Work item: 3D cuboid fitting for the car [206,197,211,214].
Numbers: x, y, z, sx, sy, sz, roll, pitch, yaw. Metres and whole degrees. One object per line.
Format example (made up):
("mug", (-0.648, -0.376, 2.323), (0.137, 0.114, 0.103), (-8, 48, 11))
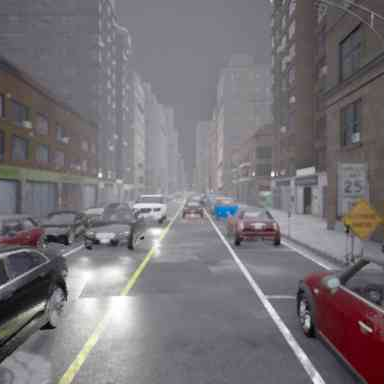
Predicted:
("car", (2.653, 1.491, 32.436), (1.752, 1.417, 4.829), (0, 0, 0))

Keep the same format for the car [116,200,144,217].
("car", (-5.872, 1.491, 32.086), (1.752, 1.417, 4.829), (0, 0, 0))

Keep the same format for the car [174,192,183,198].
("car", (-3.035, 0.987, 79.280), (1.882, 1.535, 5.008), (0, 0, 0))

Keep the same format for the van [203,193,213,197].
("van", (2.648, 1.292, 43.605), (1.690, 1.788, 3.998), (0, 0, 0))

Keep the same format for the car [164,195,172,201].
("car", (-5.894, 1.410, 83.102), (1.752, 1.417, 4.829), (0, 0, 0))

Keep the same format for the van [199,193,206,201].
("van", (2.632, 1.225, 83.291), (1.690, 1.788, 3.998), (0, 0, 0))

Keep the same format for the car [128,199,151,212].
("car", (-5.875, 1.525, 37.924), (1.947, 1.339, 4.313), (0, 0, 0))

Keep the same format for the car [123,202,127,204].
("car", (-5.870, 1.539, 26.588), (1.947, 1.339, 4.313), (0, 0, 0))

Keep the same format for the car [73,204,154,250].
("car", (-3.105, 1.478, 14.311), (2.128, 1.511, 4.902), (0, 0, 0))

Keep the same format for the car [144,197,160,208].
("car", (-5.880, 1.468, 49.091), (1.752, 1.417, 4.829), (0, 0, 0))

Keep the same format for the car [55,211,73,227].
("car", (-5.865, 1.551, 15.251), (1.947, 1.339, 4.313), (0, 0, 0))

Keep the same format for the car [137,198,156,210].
("car", (-5.877, 1.495, 43.592), (1.887, 1.381, 4.507), (0, 0, 0))

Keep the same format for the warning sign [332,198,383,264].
("warning sign", (5.064, 1.106, 9.915), (1.300, 1.860, 1.060), (0, 0, 0))

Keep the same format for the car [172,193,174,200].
("car", (-5.892, 1.423, 77.432), (1.752, 1.417, 4.829), (0, 0, 0))

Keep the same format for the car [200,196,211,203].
("car", (2.638, 1.483, 66.282), (1.947, 1.339, 4.313), (0, 0, 0))

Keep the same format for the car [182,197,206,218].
("car", (0.089, 1.494, 30.053), (1.812, 1.442, 4.674), (0, 0, 0))

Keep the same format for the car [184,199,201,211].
("car", (0.040, 1.556, 40.299), (1.895, 1.301, 4.718), (0, 0, 0))

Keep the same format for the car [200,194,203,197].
("car", (2.646, 1.382, 49.274), (1.967, 1.590, 4.097), (0, 0, 0))

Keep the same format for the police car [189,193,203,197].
("police car", (0.775, 1.366, 50.009), (1.930, 1.638, 5.238), (0, 0, -1))

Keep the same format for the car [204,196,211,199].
("car", (2.651, 1.509, 37.936), (2.008, 1.369, 4.403), (0, 0, 0))

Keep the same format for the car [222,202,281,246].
("car", (2.661, 1.425, 15.258), (1.967, 1.590, 4.097), (0, 0, 0))

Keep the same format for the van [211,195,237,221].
("van", (2.655, 1.314, 26.597), (1.690, 1.788, 3.998), (0, 0, 0))

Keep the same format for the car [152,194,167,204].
("car", (-5.885, 1.241, 60.597), (2.192, 1.841, 5.009), (0, 0, 0))

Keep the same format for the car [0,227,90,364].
("car", (-3.106, 1.488, 4.065), (2.128, 1.511, 4.902), (0, 0, 0))

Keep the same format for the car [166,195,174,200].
("car", (-5.896, 1.421, 88.939), (2.008, 1.369, 4.403), (0, 0, 0))

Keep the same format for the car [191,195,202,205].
("car", (0.761, 1.382, 60.104), (1.801, 1.575, 5.366), (0, 0, 0))

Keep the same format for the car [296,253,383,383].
("car", (2.666, 1.436, 3.920), (1.967, 1.590, 4.097), (0, 0, 0))

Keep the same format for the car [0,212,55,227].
("car", (-5.863, 1.431, 9.583), (1.967, 1.590, 4.097), (0, 0, 0))

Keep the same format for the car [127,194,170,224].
("car", (-3.097, 1.196, 25.040), (2.150, 2.045, 5.566), (0, 0, 0))
